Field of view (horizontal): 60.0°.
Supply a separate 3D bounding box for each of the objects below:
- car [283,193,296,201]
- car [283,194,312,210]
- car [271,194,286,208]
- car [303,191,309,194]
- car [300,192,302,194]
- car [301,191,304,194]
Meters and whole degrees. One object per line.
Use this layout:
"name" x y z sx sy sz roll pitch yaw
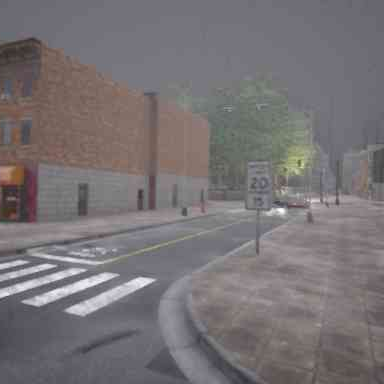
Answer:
"car" 20.192 1.008 68.842 1.752 1.417 4.829 2 1 24
"car" 12.191 1.257 38.323 1.994 1.385 4.181 1 1 25
"car" 10.896 1.235 42.114 1.895 1.301 4.718 1 1 25
"car" 29.123 1.007 88.413 1.802 1.307 4.206 2 1 24
"car" 22.370 1.017 73.522 2.008 1.369 4.403 2 1 24
"car" 24.621 1.016 78.486 1.947 1.339 4.313 2 1 24
